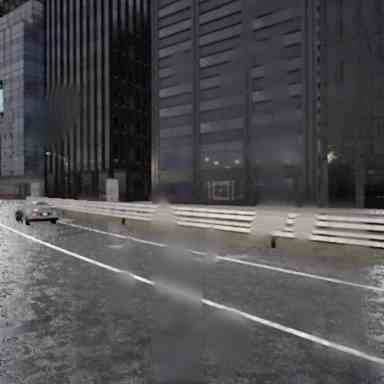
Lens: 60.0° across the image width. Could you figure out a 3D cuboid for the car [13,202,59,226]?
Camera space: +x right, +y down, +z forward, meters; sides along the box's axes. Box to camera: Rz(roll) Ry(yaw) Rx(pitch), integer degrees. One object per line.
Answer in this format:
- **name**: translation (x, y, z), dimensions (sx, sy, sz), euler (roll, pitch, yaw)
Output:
- **car**: translation (-10.548, 1.396, 22.341), dimensions (2.033, 1.411, 5.357), euler (0, 1, -38)
